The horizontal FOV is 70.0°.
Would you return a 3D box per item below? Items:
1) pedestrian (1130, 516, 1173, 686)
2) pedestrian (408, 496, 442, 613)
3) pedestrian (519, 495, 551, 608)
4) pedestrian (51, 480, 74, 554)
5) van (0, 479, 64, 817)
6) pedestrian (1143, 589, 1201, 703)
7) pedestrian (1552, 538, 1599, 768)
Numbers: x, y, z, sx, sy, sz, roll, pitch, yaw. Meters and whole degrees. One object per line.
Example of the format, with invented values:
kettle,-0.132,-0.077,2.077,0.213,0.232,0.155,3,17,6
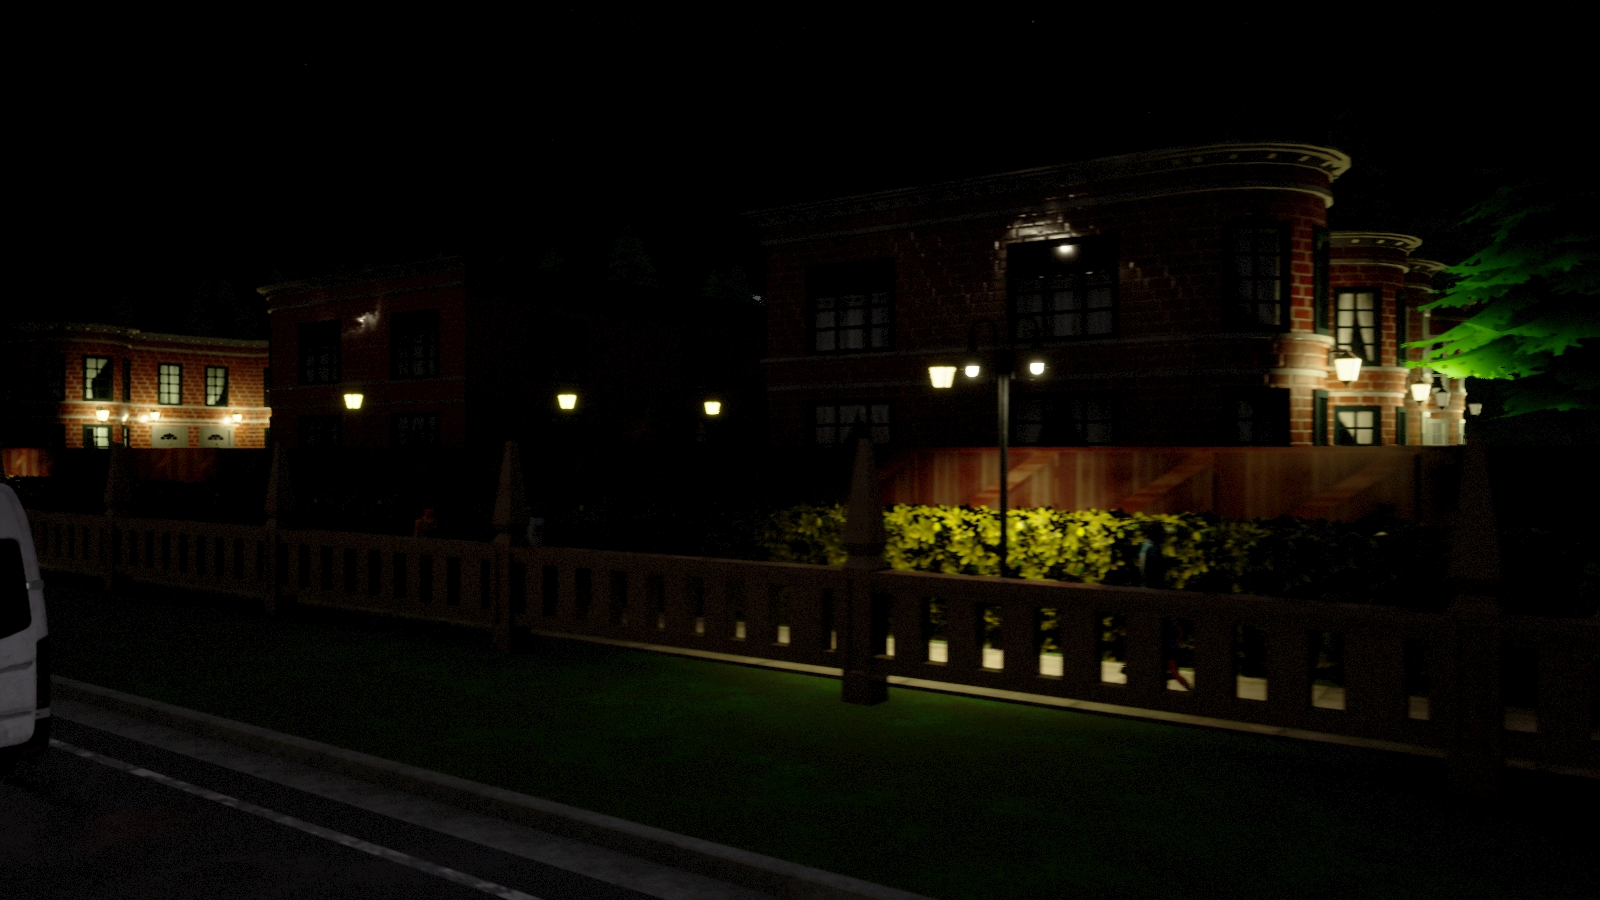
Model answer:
pedestrian,3.978,1.693,12.940,0.375,1.860,0.375,0,0,33
pedestrian,-6.119,1.692,18.632,0.375,1.860,0.375,0,0,35
pedestrian,-4.461,1.693,19.233,0.375,1.860,0.375,0,0,37
pedestrian,-18.686,1.689,28.934,0.375,1.860,0.375,0,0,35
van,-8.851,1.530,9.978,5.915,2.561,1.988,0,0,35
pedestrian,3.972,2.076,12.208,0.500,1.100,0.500,0,0,29
pedestrian,6.608,1.696,9.677,0.375,1.860,0.375,0,0,36
